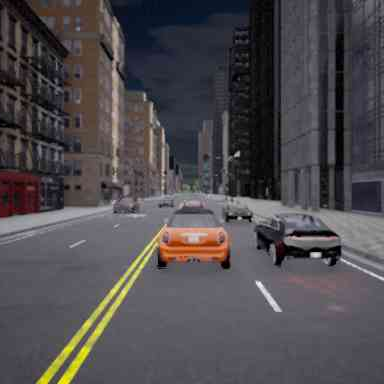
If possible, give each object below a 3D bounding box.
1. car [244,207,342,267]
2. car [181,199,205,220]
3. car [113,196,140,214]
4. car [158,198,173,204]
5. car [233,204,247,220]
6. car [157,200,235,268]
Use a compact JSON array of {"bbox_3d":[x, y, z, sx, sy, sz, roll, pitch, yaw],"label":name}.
[{"bbox_3d":[3.313,1.457,11.284,2.128,1.511,4.902,0,0,0],"label":"car"},{"bbox_3d":[0.068,1.397,28.237,1.882,1.535,5.008,0,0,0],"label":"car"},{"bbox_3d":[-6.610,1.255,33.960,2.097,1.767,4.553,0,0,0],"label":"car"},{"bbox_3d":[-3.352,1.445,44.143,1.994,1.385,4.181,0,0,0],"label":"car"},{"bbox_3d":[3.304,1.529,25.156,1.895,1.301,4.718,0,0,0],"label":"car"},{"bbox_3d":[0.063,1.317,11.296,2.097,1.767,4.553,0,0,0],"label":"car"}]
